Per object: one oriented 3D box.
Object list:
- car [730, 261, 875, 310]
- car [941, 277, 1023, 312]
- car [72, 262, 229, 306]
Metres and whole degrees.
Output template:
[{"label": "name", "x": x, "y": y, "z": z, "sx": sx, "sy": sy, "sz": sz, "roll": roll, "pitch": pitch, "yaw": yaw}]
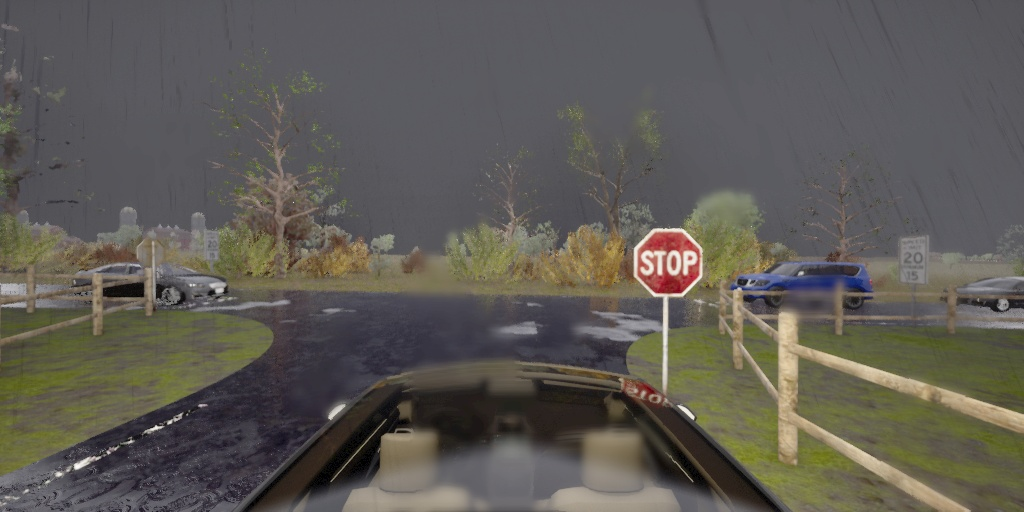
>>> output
[{"label": "car", "x": 13.252, "y": 1.254, "z": 16.514, "sx": 5.566, "sy": 2.045, "sz": 2.150, "roll": 1, "pitch": 1, "yaw": 0}, {"label": "car", "x": 22.871, "y": 1.743, "z": 16.502, "sx": 4.892, "sy": 1.490, "sz": 1.837, "roll": 1, "pitch": 1, "yaw": 0}, {"label": "car", "x": -13.483, "y": 0.990, "z": 13.557, "sx": 4.902, "sy": 1.511, "sz": 2.128, "roll": 1, "pitch": 1, "yaw": 1}]
